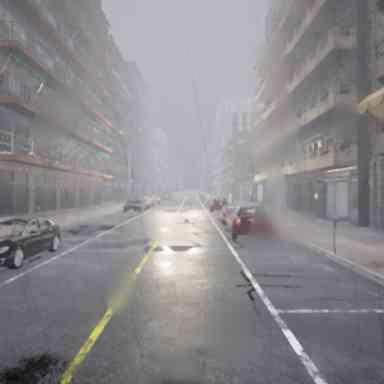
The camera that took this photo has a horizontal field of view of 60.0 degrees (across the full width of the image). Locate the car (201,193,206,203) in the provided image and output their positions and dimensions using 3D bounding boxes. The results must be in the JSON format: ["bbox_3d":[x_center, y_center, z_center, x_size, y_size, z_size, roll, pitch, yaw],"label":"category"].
[{"bbox_3d":[2.700,1.210,44.663,2.008,1.369,4.403,1,0,0],"label":"car"}]

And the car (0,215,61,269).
[{"bbox_3d":[-5.679,1.471,10.701,2.008,1.369,4.403,1,0,0],"label":"car"}]

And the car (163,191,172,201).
[{"bbox_3d":[-5.681,1.026,67.411,2.008,1.369,4.403,1,0,0],"label":"car"}]

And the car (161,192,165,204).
[{"bbox_3d":[-5.679,1.053,50.399,1.967,1.590,4.097,1,0,0],"label":"car"}]

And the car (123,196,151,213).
[{"bbox_3d":[-5.680,1.313,33.387,1.947,1.339,4.313,1,0,0],"label":"car"}]

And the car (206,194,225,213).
[{"bbox_3d":[2.701,1.188,33.320,1.967,1.590,4.097,1,0,0],"label":"car"}]

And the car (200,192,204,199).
[{"bbox_3d":[2.700,1.165,50.334,2.008,1.369,4.403,1,0,0],"label":"car"}]

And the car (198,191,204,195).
[{"bbox_3d":[2.699,0.974,73.015,1.887,1.381,4.507,1,0,0],"label":"car"}]

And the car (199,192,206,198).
[{"bbox_3d":[2.687,0.859,84.525,1.752,1.417,4.829,1,0,0],"label":"car"}]

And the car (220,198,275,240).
[{"bbox_3d":[2.702,1.319,16.309,1.967,1.590,4.097,1,0,0],"label":"car"}]

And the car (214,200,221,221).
[{"bbox_3d":[2.702,1.417,21.983,1.802,1.307,4.206,1,0,0],"label":"car"}]

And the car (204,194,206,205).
[{"bbox_3d":[2.700,1.248,38.993,1.887,1.381,4.507,1,0,0],"label":"car"}]

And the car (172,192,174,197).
[{"bbox_3d":[-5.677,0.744,73.079,2.192,1.841,5.009,1,0,0],"label":"car"}]

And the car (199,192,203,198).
[{"bbox_3d":[2.699,1.113,56.004,1.887,1.381,4.507,1,0,0],"label":"car"}]

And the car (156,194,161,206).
[{"bbox_3d":[-5.681,1.209,44.728,2.008,1.369,4.403,1,0,0],"label":"car"}]

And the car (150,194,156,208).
[{"bbox_3d":[-5.680,1.230,38.887,1.752,1.417,4.829,1,0,0],"label":"car"}]
